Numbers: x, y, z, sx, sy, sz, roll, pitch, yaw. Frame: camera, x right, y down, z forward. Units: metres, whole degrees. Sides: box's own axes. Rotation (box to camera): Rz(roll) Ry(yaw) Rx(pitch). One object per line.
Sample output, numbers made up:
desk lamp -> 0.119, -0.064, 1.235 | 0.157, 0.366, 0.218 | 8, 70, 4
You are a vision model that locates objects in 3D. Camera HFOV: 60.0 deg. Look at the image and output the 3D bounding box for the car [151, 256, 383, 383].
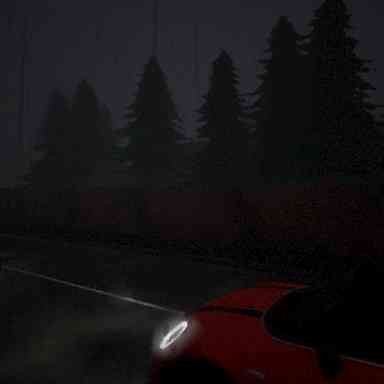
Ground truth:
car -> 1.813, 1.352, 2.699 | 4.553, 1.767, 2.097 | 0, 0, 35
